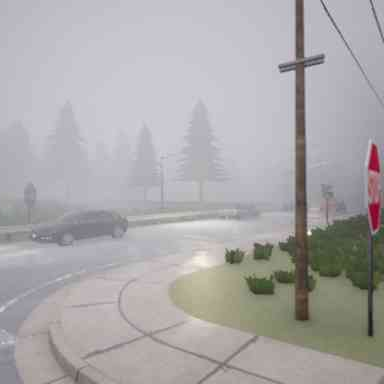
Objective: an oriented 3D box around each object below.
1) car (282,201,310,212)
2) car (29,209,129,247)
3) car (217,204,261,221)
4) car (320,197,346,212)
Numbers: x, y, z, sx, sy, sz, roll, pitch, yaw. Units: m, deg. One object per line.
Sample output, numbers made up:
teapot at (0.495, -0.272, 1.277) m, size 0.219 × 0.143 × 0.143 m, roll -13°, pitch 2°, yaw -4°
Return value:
car at (12.403, 1.690, 39.626) m, size 1.895 × 1.301 × 4.718 m, roll 0°, pitch 0°, yaw 37°
car at (-5.217, 1.595, 15.949) m, size 1.837 × 1.490 × 4.892 m, roll 0°, pitch 0°, yaw 37°
car at (4.095, 1.691, 28.491) m, size 1.895 × 1.301 × 4.718 m, roll 0°, pitch 0°, yaw 37°
car at (16.665, 1.416, 39.216) m, size 2.097 × 1.767 × 4.553 m, roll 0°, pitch 0°, yaw 37°
